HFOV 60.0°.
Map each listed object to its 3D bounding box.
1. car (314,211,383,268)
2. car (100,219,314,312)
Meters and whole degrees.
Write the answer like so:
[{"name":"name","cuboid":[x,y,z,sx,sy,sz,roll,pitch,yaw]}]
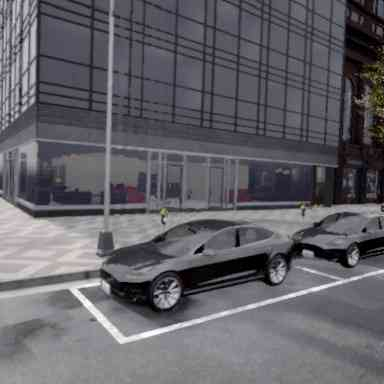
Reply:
[{"name":"car","cuboid":[4.937,1.299,10.216,4.313,1.339,1.947,0,3,-35]},{"name":"car","cuboid":[0.314,1.278,6.985,4.313,1.339,1.947,0,3,-35]}]
